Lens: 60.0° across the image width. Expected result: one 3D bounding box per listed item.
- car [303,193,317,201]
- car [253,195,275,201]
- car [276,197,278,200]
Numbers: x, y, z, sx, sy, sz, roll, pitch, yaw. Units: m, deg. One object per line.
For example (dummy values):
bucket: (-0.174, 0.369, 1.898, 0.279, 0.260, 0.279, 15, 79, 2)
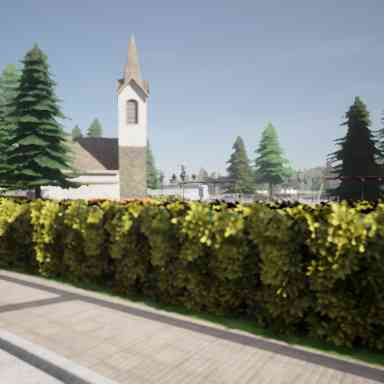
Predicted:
car: (31.760, 1.548, 87.121, 3.633, 1.501, 1.845, -1, 0, 35)
car: (16.910, 1.638, 79.244, 4.514, 1.523, 2.007, -1, 0, 35)
car: (18.671, 1.630, 81.841, 5.027, 1.636, 2.152, -1, 0, 35)
